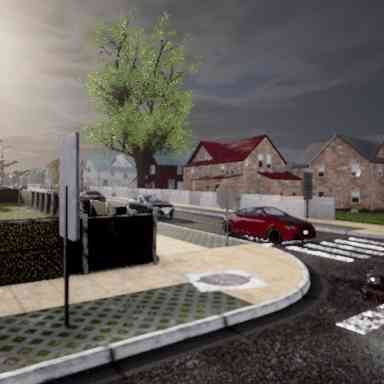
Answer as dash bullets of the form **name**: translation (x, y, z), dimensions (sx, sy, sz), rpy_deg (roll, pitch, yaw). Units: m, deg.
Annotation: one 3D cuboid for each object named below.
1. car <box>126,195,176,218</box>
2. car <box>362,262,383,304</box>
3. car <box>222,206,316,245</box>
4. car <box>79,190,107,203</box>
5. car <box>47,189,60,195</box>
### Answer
- **car**: translation (-2.975, 0.957, 23.195), dimensions (2.128, 1.511, 4.902), rpy_deg (0, 2, -35)
- **car**: translation (5.824, 1.571, 7.072), dimensions (5.357, 1.411, 2.033), rpy_deg (0, 1, -35)
- **car**: translation (3.264, 1.350, 14.663), dimensions (1.994, 1.385, 4.181), rpy_deg (0, 2, -38)
- **car**: translation (-10.087, 0.594, 33.447), dimensions (1.837, 1.490, 4.892), rpy_deg (0, 1, -35)
- **car**: translation (-19.091, 0.223, 46.572), dimensions (1.895, 1.301, 4.718), rpy_deg (0, 2, -35)
